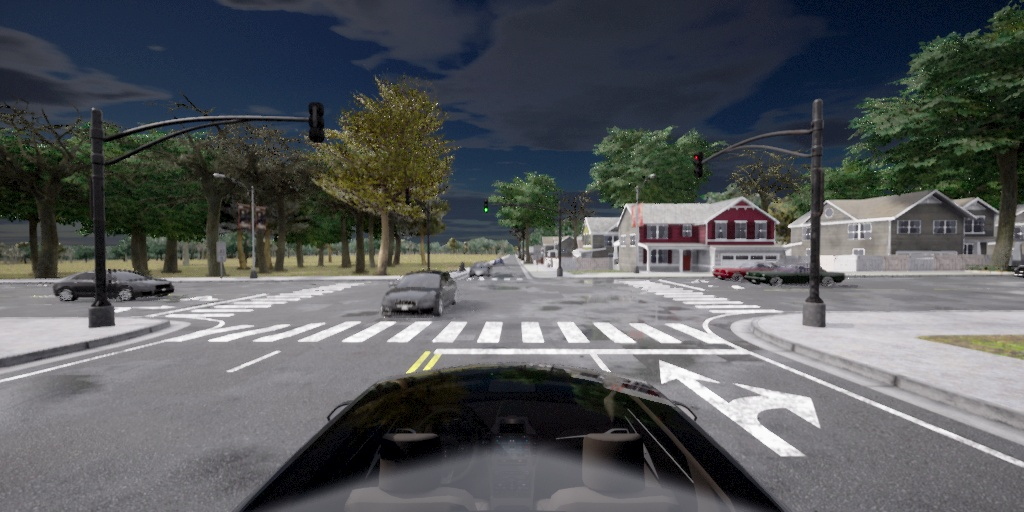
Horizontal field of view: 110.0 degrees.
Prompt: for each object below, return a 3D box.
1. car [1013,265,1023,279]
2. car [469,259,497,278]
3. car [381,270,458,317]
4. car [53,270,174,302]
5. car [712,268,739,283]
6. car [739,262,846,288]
[{"bbox_3d":[37.040,0.847,24.102,4.892,1.490,1.837,-1,1,1],"label":"car"},{"bbox_3d":[-2.816,1.251,33.136,2.128,1.511,4.902,0,1,1],"label":"car"},{"bbox_3d":[-3.176,1.307,13.129,1.837,1.490,4.892,0,0,1],"label":"car"},{"bbox_3d":[-19.927,1.457,18.041,4.892,1.490,1.837,-1,1,1],"label":"car"},{"bbox_3d":[16.323,1.085,24.342,4.718,1.301,1.895,0,1,1],"label":"car"},{"bbox_3d":[16.462,1.150,21.091,4.718,1.301,1.895,0,1,1],"label":"car"}]
